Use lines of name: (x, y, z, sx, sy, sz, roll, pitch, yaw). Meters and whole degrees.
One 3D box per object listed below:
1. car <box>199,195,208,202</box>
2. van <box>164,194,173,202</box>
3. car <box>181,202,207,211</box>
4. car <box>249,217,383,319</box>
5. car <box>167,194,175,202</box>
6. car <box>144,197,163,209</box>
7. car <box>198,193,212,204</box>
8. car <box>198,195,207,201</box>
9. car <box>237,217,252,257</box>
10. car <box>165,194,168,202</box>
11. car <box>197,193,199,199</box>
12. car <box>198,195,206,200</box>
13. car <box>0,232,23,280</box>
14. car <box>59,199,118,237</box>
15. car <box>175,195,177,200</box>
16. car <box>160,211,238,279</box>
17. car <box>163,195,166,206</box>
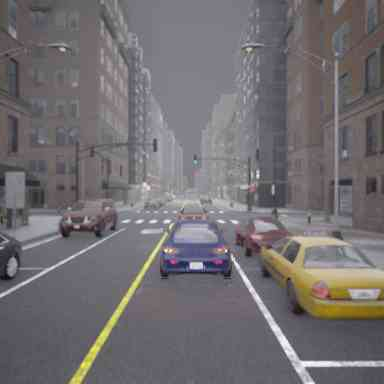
car: (2.635, 1.511, 77.245, 1.887, 1.381, 4.507, 0, 0, 0)
van: (-5.390, 1.307, 77.250, 1.690, 1.788, 3.998, 0, 0, 0)
car: (0.101, 1.595, 21.808, 1.895, 1.301, 4.718, 0, 0, 0)
car: (2.637, 1.524, 7.399, 1.752, 1.417, 4.829, 0, 0, 0)
car: (-5.390, 1.536, 71.797, 1.947, 1.339, 4.313, 0, 0, 0)
car: (-5.389, 1.538, 44.526, 2.008, 1.369, 4.403, 0, 0, 0)
car: (2.636, 1.418, 60.882, 1.967, 1.590, 4.097, 0, 0, 0)
car: (2.635, 1.512, 82.699, 2.008, 1.369, 4.403, 0, 0, 0)
car: (2.637, 1.579, 12.642, 1.802, 1.307, 4.206, 0, 0, 0)
car: (-5.389, 1.507, 55.265, 1.752, 1.417, 4.829, 0, 0, 0)
car: (2.635, 1.410, 71.791, 1.967, 1.590, 4.097, 0, 0, 0)
car: (2.635, 1.483, 88.323, 1.752, 1.417, 4.829, 0, 0, 0)
car: (-5.388, 1.549, 7.238, 2.008, 1.369, 4.403, 0, 0, 0)
car: (-5.389, 1.310, 18.063, 2.192, 1.841, 5.009, 0, 0, 0)
car: (-5.390, 1.480, 93.441, 1.752, 1.417, 4.829, 0, 0, 0)
car: (0.099, 1.523, 9.936, 1.812, 1.442, 4.674, 0, 0, 0)
car: (-5.389, 1.529, 49.981, 1.887, 1.381, 4.507, 0, 0, 0)
